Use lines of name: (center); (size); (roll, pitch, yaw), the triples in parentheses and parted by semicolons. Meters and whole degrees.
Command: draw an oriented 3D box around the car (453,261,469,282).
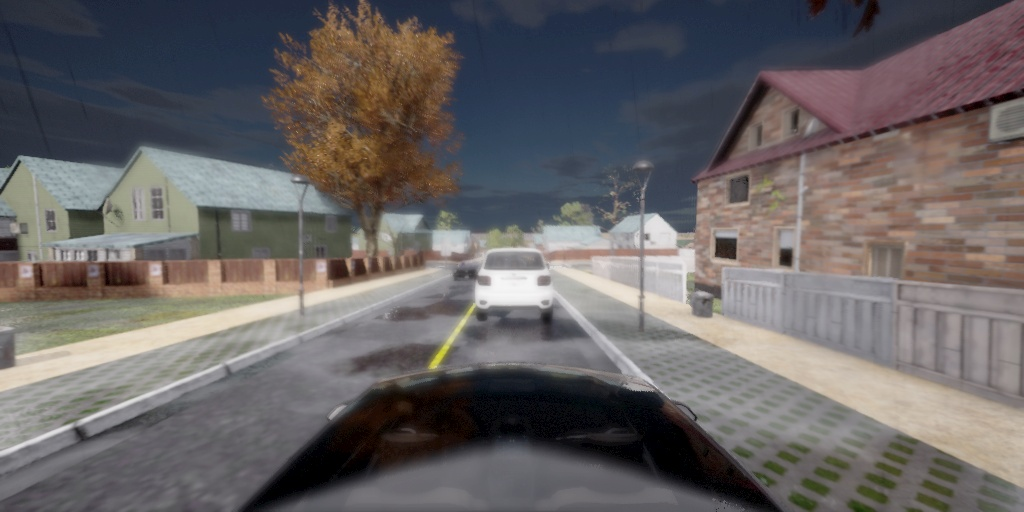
car: (-2.820, 0.977, 24.509); (1.895, 1.301, 4.718); (0, 1, 0)

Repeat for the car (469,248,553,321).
car: (0.077, 0.795, 11.800); (2.150, 2.045, 5.566); (0, 0, 0)
